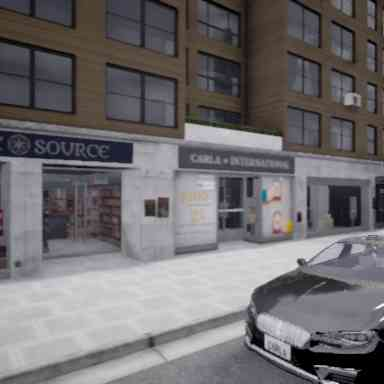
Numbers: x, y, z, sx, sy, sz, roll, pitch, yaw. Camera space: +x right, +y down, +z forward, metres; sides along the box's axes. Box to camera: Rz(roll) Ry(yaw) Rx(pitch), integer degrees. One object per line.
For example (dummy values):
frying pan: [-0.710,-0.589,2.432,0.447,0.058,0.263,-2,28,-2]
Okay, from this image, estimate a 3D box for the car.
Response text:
car: [2.955,1.484,5.182,4.902,1.511,2.128,0,0,-35]
